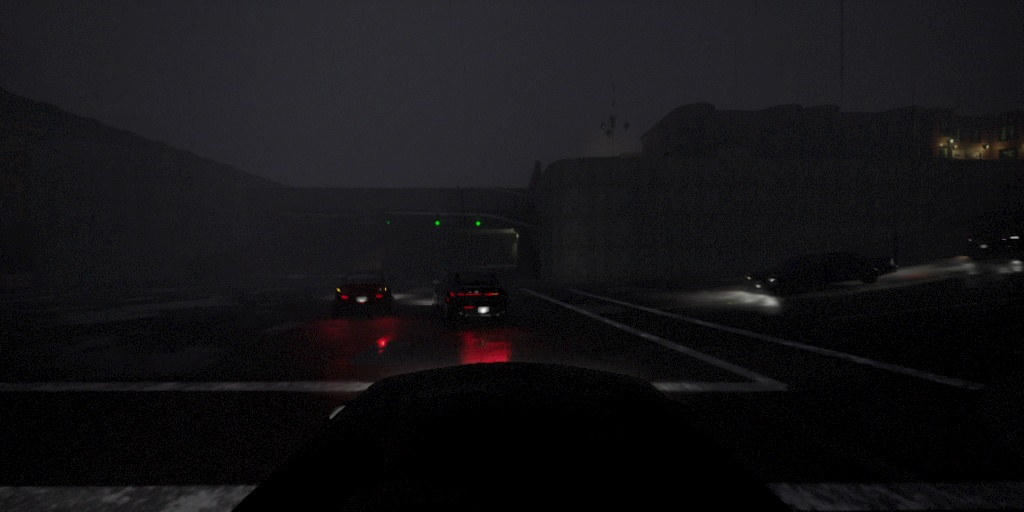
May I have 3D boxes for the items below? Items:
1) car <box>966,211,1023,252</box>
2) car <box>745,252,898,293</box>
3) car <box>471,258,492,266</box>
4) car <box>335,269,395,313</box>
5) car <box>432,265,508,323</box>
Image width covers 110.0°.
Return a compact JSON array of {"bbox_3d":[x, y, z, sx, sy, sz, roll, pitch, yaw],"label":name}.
[{"bbox_3d":[22.527,-1.234,15.394,4.902,1.511,2.128,-13,0,-1],"label":"car"},{"bbox_3d":[13.028,0.573,15.264,5.357,1.411,2.033,-7,0,-1],"label":"car"},{"bbox_3d":[-5.239,1.133,61.978,2.033,1.411,5.357,0,0,5],"label":"car"},{"bbox_3d":[-5.556,1.218,13.761,1.812,1.442,4.674,0,0,-18],"label":"car"},{"bbox_3d":[-1.532,1.219,12.187,1.837,1.490,4.892,1,0,-18],"label":"car"}]
